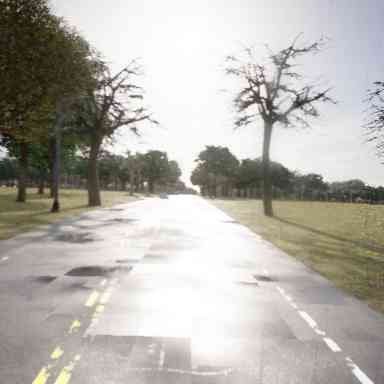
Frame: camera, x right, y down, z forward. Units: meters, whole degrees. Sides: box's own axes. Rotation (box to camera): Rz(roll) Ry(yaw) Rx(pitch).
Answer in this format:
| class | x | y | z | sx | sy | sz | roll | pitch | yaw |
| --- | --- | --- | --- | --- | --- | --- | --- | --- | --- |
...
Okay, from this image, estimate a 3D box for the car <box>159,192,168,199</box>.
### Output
| class | x | y | z | sx | sy | sz | roll | pitch | yaw |
| --- | --- | --- | --- | --- | --- | --- | --- | --- | --- |
| car | -7.061 | 0.868 | 83.108 | 2.097 | 1.767 | 4.553 | 2 | 0 | 0 |
